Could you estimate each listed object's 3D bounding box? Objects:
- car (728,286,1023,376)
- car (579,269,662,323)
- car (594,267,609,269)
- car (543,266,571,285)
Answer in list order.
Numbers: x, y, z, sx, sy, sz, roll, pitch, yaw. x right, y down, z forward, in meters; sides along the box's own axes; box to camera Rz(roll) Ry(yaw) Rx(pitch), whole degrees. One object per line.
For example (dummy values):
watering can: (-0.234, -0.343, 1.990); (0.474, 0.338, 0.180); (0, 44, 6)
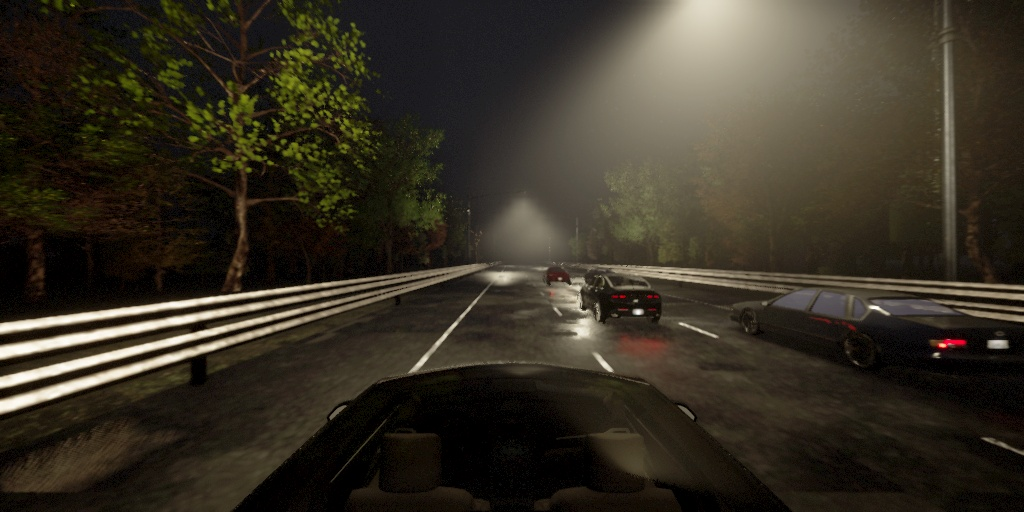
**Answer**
car: (7.101, 1.361, 7.749); (2.033, 1.411, 5.357); (0, -1, 0)
car: (3.603, 1.372, 12.652); (1.837, 1.490, 4.892); (0, -1, 0)
car: (7.109, 1.604, 28.903); (1.994, 1.385, 4.181); (0, -1, 0)
car: (3.609, 1.569, 29.163); (1.812, 1.442, 4.674); (0, -1, 0)
